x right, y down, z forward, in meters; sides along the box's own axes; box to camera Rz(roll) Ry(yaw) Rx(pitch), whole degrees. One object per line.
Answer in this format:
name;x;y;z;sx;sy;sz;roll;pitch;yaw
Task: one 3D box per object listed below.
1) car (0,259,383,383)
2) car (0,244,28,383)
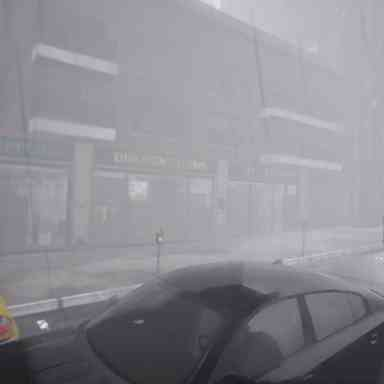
car;0.273;1.494;3.143;5.008;1.535;1.882;0;0;-36
car;-4.306;1.511;2.998;4.829;1.417;1.752;1;1;-35
